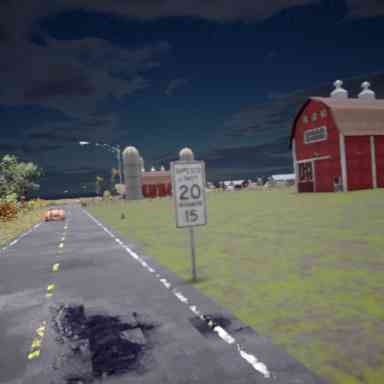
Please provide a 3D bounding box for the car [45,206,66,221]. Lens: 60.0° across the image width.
[{"bbox_3d":[-16.551,2.501,40.387,2.097,1.767,4.553,-4,0,-20],"label":"car"}]
